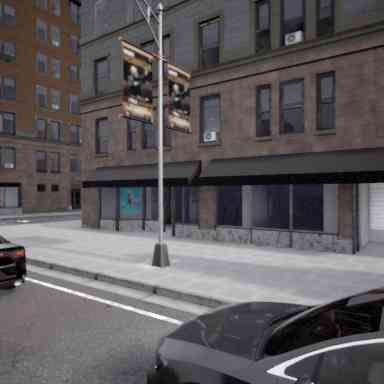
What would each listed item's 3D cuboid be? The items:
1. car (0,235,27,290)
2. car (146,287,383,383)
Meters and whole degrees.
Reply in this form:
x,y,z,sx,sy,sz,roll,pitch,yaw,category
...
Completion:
x,y,z,sx,sy,sz,roll,pitch,yaw,category
-5.911,1.476,7.878,5.008,1.535,1.882,0,0,35,car
1.823,1.505,2.387,4.892,1.490,1.837,0,0,35,car
